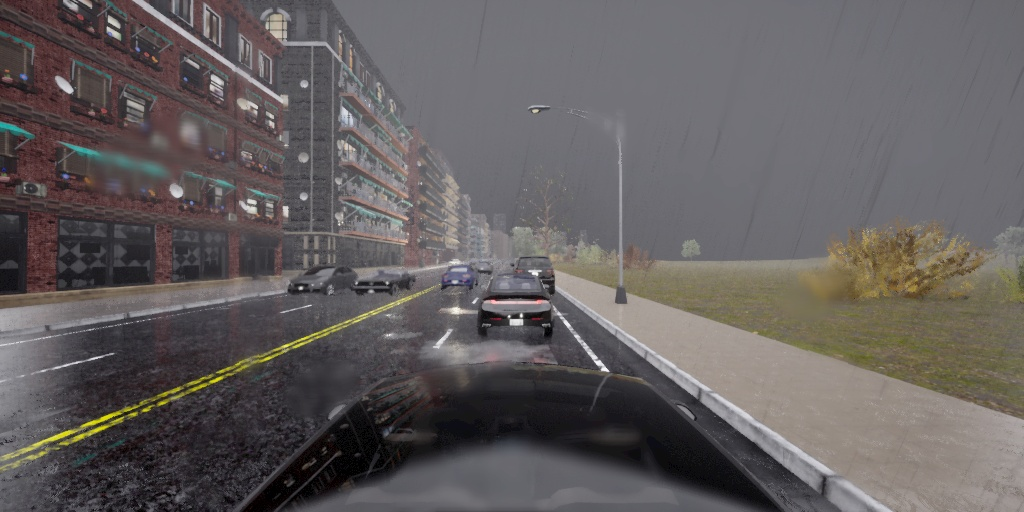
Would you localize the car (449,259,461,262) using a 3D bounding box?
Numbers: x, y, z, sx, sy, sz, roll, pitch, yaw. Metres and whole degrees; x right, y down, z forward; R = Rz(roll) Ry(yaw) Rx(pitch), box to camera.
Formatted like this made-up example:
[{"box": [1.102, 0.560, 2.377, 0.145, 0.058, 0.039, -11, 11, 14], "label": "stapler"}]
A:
[{"box": [-9.876, 1.275, 62.343, 1.812, 1.442, 4.674, 0, 0, 0], "label": "car"}]

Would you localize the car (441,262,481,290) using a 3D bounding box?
[{"box": [-3.171, 1.278, 22.255, 1.812, 1.442, 4.674, 0, 0, 0], "label": "car"}]

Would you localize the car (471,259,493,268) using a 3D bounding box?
[{"box": [-3.187, 1.315, 40.480, 1.994, 1.385, 4.181, 0, 0, 0], "label": "car"}]

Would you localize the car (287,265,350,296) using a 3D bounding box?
[{"box": [-9.867, 1.257, 19.171, 1.837, 1.490, 4.892, 0, 0, 0], "label": "car"}]

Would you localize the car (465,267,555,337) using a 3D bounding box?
[{"box": [0.092, 1.243, 10.292, 2.128, 1.511, 4.902, 0, 0, 0], "label": "car"}]

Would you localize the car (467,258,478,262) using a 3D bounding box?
[{"box": [-6.627, 1.101, 62.300, 2.097, 1.767, 4.553, 0, 0, 0], "label": "car"}]

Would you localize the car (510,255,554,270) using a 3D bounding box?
[{"box": [1.120, 0.977, 20.162, 2.150, 2.045, 5.566, 0, 0, 0], "label": "car"}]

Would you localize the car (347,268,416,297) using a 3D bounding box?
[{"box": [-6.616, 1.353, 19.062, 1.895, 1.301, 4.718, 0, 0, 0], "label": "car"}]
